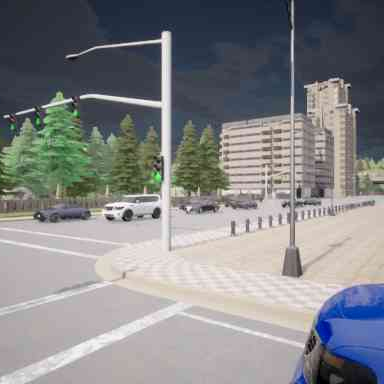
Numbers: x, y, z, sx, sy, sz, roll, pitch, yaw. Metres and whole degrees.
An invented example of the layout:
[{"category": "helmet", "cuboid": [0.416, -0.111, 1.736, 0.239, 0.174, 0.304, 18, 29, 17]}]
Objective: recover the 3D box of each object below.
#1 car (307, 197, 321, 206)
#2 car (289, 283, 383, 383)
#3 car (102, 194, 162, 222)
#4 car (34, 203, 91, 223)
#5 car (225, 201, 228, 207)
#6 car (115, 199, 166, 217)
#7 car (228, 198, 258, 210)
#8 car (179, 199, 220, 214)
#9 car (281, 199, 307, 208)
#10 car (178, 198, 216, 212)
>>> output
[{"category": "car", "cuboid": [20.214, 1.564, 55.688, 1.994, 1.385, 4.181, 0, 0, 35]}, {"category": "car", "cuboid": [3.350, 1.221, 1.577, 5.566, 2.045, 2.150, 0, 0, 36]}, {"category": "car", "cuboid": [-4.657, 1.221, 27.166, 2.150, 2.045, 5.566, 0, 0, 35]}, {"category": "car", "cuboid": [-9.950, 1.564, 25.771, 1.994, 1.385, 4.181, 0, 0, 35]}, {"category": "car", "cuboid": [6.511, 1.564, 48.799, 1.994, 1.385, 4.181, 0, 0, 36]}, {"category": "car", "cuboid": [-4.988, 1.491, 32.732, 2.128, 1.511, 4.902, 0, 0, 35]}, {"category": "car", "cuboid": [6.931, 1.564, 43.390, 1.994, 1.385, 4.181, 0, 0, 36]}, {"category": "car", "cuboid": [1.106, 1.491, 35.247, 2.128, 1.511, 4.902, 0, 0, 36]}, {"category": "car", "cuboid": [14.431, 1.601, 47.576, 1.895, 1.301, 4.718, 0, 0, 35]}, {"category": "car", "cuboid": [0.688, 1.547, 40.689, 2.033, 1.411, 5.357, 0, 0, 36]}]
